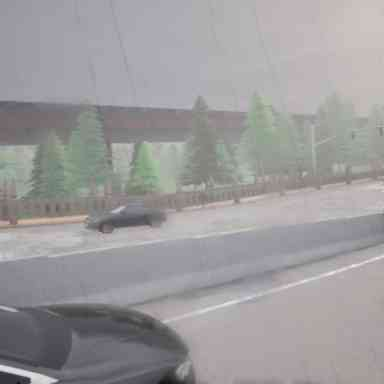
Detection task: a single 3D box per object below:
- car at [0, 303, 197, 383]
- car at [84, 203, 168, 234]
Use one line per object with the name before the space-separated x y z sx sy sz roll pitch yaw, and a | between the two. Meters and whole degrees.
car | -2.181 1.488 2.192 4.902 1.511 2.128 0 0 -35
car | -3.570 1.373 18.523 4.674 1.442 1.812 -2 1 -35
